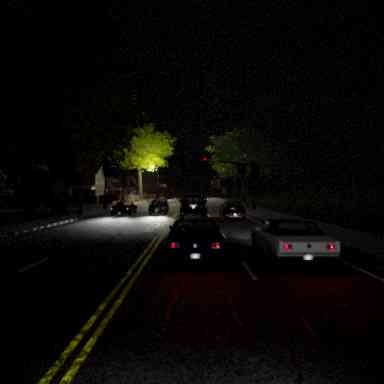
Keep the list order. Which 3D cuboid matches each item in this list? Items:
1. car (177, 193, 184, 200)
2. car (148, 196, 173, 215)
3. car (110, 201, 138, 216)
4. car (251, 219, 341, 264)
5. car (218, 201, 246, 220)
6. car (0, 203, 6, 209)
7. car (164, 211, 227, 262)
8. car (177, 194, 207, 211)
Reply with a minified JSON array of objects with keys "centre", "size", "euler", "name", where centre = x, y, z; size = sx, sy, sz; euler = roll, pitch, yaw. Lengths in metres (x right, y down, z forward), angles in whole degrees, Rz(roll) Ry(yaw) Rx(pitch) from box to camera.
[{"centre":[-3.247,1.292,94.623],"size":[2.097,1.767,4.553],"euler":[0,0,0],"name":"car"},{"centre":[-3.300,1.480,33.631],"size":[2.128,1.511,4.902],"euler":[0,0,1],"name":"car"},{"centre":[-6.561,1.589,32.314],"size":[1.895,1.301,4.718],"euler":[0,0,0],"name":"car"},{"centre":[3.352,1.600,11.803],"size":[1.895,1.301,4.718],"euler":[0,0,0],"name":"car"},{"centre":[3.351,1.496,28.076],"size":[1.837,1.490,4.892],"euler":[0,0,0],"name":"car"},{"centre":[-28.901,1.849,47.229],"size":[4.181,1.385,1.994],"euler":[-1,1,0],"name":"car"},{"centre":[0.101,1.600,12.014],"size":[1.895,1.301,4.718],"euler":[0,0,0],"name":"car"},{"centre":[0.102,1.213,27.530],"size":[2.150,2.045,5.566],"euler":[0,0,0],"name":"car"}]
